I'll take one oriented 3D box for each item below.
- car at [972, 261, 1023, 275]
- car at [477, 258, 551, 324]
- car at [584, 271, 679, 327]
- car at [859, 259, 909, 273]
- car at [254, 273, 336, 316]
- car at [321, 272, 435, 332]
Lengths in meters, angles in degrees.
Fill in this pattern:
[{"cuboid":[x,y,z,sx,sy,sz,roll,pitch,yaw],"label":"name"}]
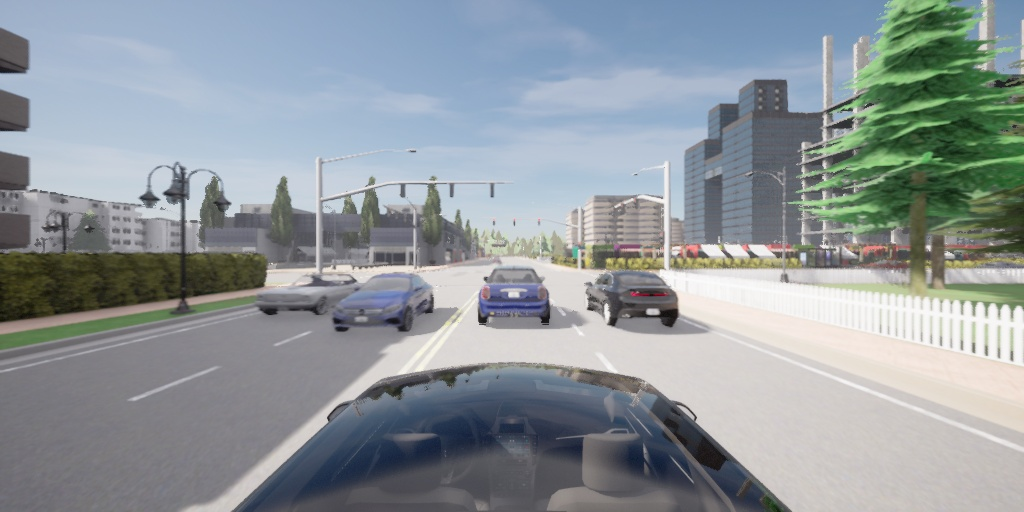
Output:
[{"cuboid":[48.760,1.204,35.797,4.181,1.385,1.994,0,0,-1],"label":"car"},{"cuboid":[0.068,1.069,11.986,2.097,1.767,4.553,0,0,0],"label":"car"},{"cuboid":[3.564,1.218,11.449,1.837,1.490,4.892,0,-1,0],"label":"car"},{"cuboid":[40.840,1.106,39.149,5.008,1.535,1.882,0,0,-1],"label":"car"},{"cuboid":[-7.059,1.314,13.263,1.895,1.301,4.718,0,0,0],"label":"car"},{"cuboid":[-3.573,1.246,10.849,1.812,1.442,4.674,0,0,0],"label":"car"}]
